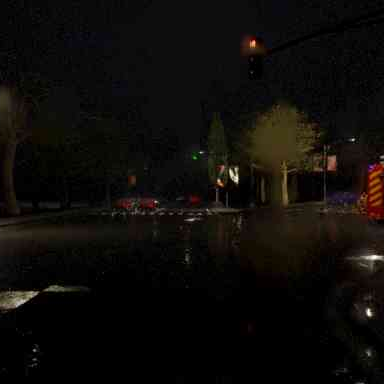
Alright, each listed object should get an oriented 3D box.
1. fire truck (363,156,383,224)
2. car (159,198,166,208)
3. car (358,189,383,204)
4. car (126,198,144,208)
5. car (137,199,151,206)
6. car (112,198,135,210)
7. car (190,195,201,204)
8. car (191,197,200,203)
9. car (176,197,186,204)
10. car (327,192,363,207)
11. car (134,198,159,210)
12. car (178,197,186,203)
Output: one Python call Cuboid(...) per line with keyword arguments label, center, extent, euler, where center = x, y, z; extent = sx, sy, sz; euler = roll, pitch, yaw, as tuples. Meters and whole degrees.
Cuboid(label="fire truck", center=(13.677, -0.132, 20.154), extent=(8.468, 3.827, 2.891), euler=(-2, 2, -43))
Cuboid(label="car", center=(-5.946, 1.789, 54.509), extent=(2.033, 1.411, 5.357), euler=(0, -1, 1))
Cuboid(label="car", center=(23.157, 0.506, 42.230), extent=(4.553, 1.767, 2.097), euler=(-1, 1, -42))
Cuboid(label="car", center=(-9.203, 1.729, 54.124), extent=(2.128, 1.511, 4.902), euler=(0, -1, 1))
Cuboid(label="car", center=(-9.099, 1.932, 63.158), extent=(1.895, 1.301, 4.718), euler=(0, -1, 1))
Cuboid(label="car", center=(-9.290, 1.629, 44.619), extent=(1.882, 1.535, 5.008), euler=(0, 0, 1))
Cuboid(label="car", center=(0.759, 1.670, 73.564), extent=(2.150, 2.045, 5.566), euler=(0, -1, 1))
Cuboid(label="car", center=(0.867, 2.080, 83.950), extent=(2.033, 1.411, 5.357), euler=(0, -1, 1))
Cuboid(label="car", center=(-2.487, 1.804, 73.928), extent=(2.097, 1.767, 4.553), euler=(0, -1, 1))
Cuboid(label="car", center=(16.390, 0.795, 35.973), extent=(5.008, 1.535, 1.882), euler=(-1, 1, -42))
Cuboid(label="car", center=(-6.041, 1.629, 44.586), extent=(1.882, 1.535, 5.008), euler=(0, 0, 1))
Cuboid(label="car", center=(-2.383, 2.040, 83.984), extent=(1.837, 1.490, 4.892), euler=(0, -1, 1))
